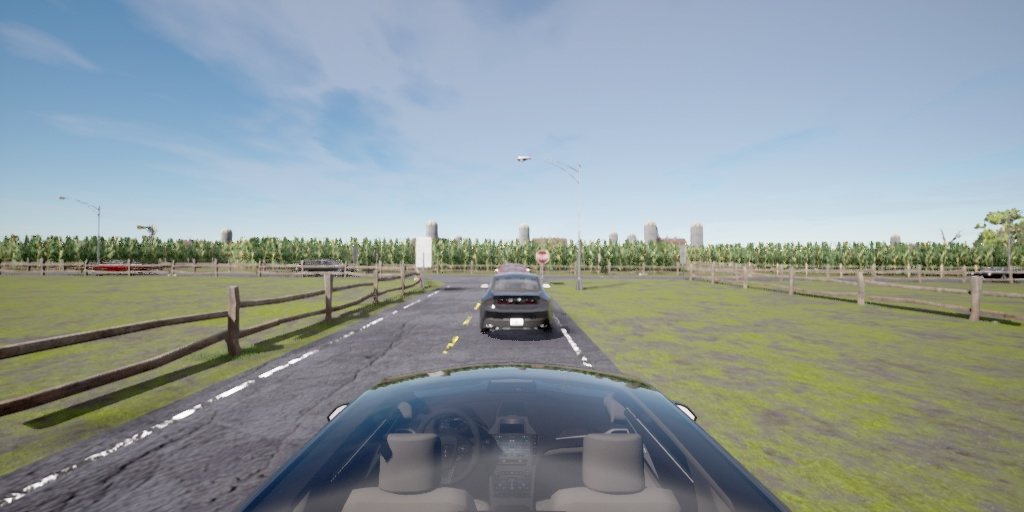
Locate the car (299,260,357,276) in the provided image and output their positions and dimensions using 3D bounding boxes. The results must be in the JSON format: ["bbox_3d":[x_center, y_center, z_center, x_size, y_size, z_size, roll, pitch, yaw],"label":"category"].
[{"bbox_3d":[-16.698,1.090,32.671,4.892,1.490,1.837,0,-1,0],"label":"car"}]

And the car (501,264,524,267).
[{"bbox_3d":[0.014,1.209,21.428,1.882,1.535,5.008,0,0,-2],"label":"car"}]

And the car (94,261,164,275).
[{"bbox_3d":[-34.947,1.067,32.793,4.718,1.301,1.895,0,-1,0],"label":"car"}]

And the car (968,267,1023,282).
[{"bbox_3d":[44.600,1.678,32.323,4.718,1.301,1.895,1,-1,1],"label":"car"}]

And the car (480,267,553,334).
[{"bbox_3d":[0.110,1.248,10.642,1.837,1.490,4.892,0,0,0],"label":"car"}]
